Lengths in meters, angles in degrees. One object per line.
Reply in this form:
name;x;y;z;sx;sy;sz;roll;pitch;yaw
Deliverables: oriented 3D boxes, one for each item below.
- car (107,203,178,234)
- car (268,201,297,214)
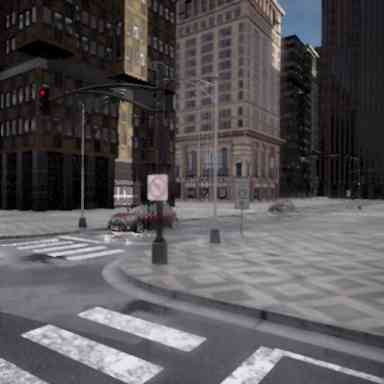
car;-2.866;1.444;20.039;2.097;1.767;4.553;1;0;35
car;10.793;1.773;39.305;2.033;1.411;5.357;1;0;35
